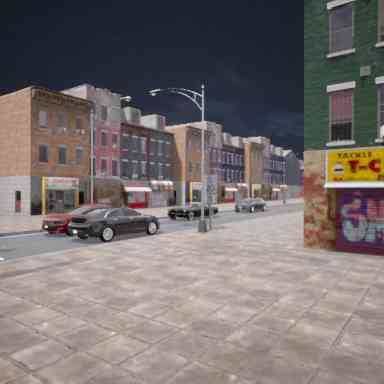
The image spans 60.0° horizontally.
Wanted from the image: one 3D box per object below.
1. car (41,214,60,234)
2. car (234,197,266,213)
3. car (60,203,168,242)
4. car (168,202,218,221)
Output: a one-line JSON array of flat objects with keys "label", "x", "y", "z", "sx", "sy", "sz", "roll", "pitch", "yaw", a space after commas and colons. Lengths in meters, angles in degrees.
[{"label": "car", "x": -5.664, "y": 1.403, "z": 18.203, "sx": 1.882, "sy": 1.535, "sz": 5.008, "roll": 0, "pitch": 0, "yaw": 34}, {"label": "car", "x": 6.156, "y": 1.323, "z": 34.679, "sx": 1.837, "sy": 1.490, "sz": 4.892, "roll": 0, "pitch": 0, "yaw": 36}, {"label": "car", "x": -3.595, "y": 1.443, "z": 16.210, "sx": 1.837, "sy": 1.490, "sz": 4.892, "roll": 0, "pitch": 0, "yaw": 36}, {"label": "car", "x": 0.120, "y": 1.473, "z": 26.291, "sx": 1.895, "sy": 1.301, "sz": 4.718, "roll": 0, "pitch": 0, "yaw": 36}]
